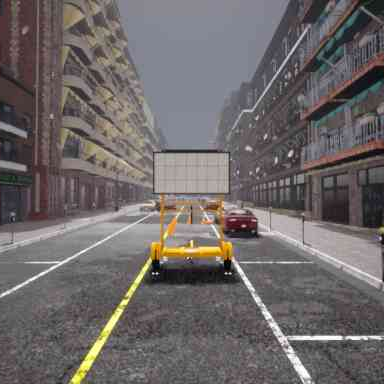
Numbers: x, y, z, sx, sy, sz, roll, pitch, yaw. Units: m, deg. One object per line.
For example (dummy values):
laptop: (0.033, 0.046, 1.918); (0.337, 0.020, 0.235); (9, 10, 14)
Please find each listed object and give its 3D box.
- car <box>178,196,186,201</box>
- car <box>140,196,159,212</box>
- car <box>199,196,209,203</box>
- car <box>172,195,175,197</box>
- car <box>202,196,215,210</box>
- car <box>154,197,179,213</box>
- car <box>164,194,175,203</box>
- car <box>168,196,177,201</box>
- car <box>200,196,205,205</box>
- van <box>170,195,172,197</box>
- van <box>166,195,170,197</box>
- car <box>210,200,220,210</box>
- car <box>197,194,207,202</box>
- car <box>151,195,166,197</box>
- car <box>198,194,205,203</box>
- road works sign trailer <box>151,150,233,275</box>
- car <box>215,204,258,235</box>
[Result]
car: (-2.752, 1.751, 89.763); (2.128, 1.511, 4.902); (0, 0, 0)
car: (-5.296, 1.594, 40.833); (1.752, 1.417, 4.829); (2, 0, 0)
car: (2.592, 1.626, 74.126); (1.967, 1.590, 4.097); (1, 0, 0)
car: (-5.293, 1.501, 74.187); (2.192, 1.841, 5.009); (1, 0, 0)
car: (2.583, 1.614, 40.940); (1.887, 1.381, 4.507); (1, 0, 0)
car: (-2.849, 1.625, 37.943); (1.994, 1.385, 4.181); (0, 0, 0)
car: (-5.293, 1.526, 79.716); (2.192, 1.841, 5.009); (1, 0, 0)
car: (-5.300, 1.830, 90.778); (1.947, 1.339, 4.313); (1, 0, 0)
car: (2.583, 1.635, 46.472); (2.008, 1.369, 4.403); (1, 0, 0)
van: (-5.293, 1.481, 63.126); (1.690, 1.788, 3.998); (1, 0, 0)
van: (-5.292, 1.460, 57.594); (1.690, 1.788, 3.998); (2, 0, 0)
car: (2.585, 1.555, 24.520); (1.752, 1.417, 4.829); (1, 0, 0)
car: (2.553, 1.551, 85.188); (2.192, 1.841, 5.009); (1, 0, 0)
car: (-5.291, 1.399, 46.535); (2.192, 1.841, 5.009); (2, 0, 0)
car: (2.583, 1.684, 63.064); (1.887, 1.381, 4.507); (1, 0, 0)
road works sign trailer: (-0.010, 0.473, 10.490); (2.380, 3.560, 2.880); (0, 0, 0)
car: (2.584, 1.565, 18.818); (1.887, 1.381, 4.507); (1, 0, 0)
